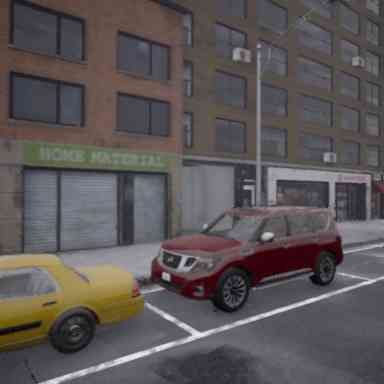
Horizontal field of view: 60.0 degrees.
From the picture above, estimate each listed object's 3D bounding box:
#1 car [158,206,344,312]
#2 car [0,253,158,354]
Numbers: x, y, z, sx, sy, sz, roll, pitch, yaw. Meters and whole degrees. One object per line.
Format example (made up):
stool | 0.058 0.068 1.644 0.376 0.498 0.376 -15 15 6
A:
car | 1.556 1.300 7.859 5.009 1.841 2.192 0 1 -35
car | -3.056 1.526 4.575 4.829 1.417 1.752 0 1 -35
